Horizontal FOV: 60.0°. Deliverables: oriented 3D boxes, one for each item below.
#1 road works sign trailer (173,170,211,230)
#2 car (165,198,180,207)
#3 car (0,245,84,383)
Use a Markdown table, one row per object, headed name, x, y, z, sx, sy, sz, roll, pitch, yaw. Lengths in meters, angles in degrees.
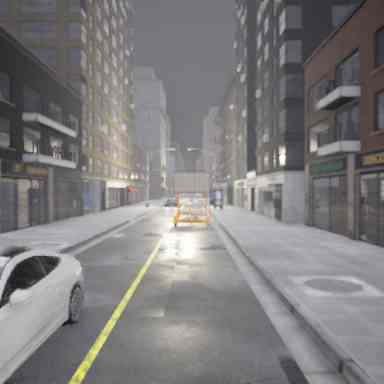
| name | x | y | z | sx | sy | sz | roll | pitch | yaw |
| --- | --- | --- | --- | --- | --- | --- | --- | --- | --- |
| road works sign trailer | -0.004 | 0.438 | 21.031 | 2.380 | 3.560 | 2.880 | 0 | 0 | 0 |
| car | -2.832 | 1.492 | 48.068 | 1.994 | 1.385 | 4.181 | 0 | 0 | 0 |
| car | -2.851 | 1.520 | 4.357 | 1.812 | 1.442 | 4.674 | 0 | 0 | 0 |
